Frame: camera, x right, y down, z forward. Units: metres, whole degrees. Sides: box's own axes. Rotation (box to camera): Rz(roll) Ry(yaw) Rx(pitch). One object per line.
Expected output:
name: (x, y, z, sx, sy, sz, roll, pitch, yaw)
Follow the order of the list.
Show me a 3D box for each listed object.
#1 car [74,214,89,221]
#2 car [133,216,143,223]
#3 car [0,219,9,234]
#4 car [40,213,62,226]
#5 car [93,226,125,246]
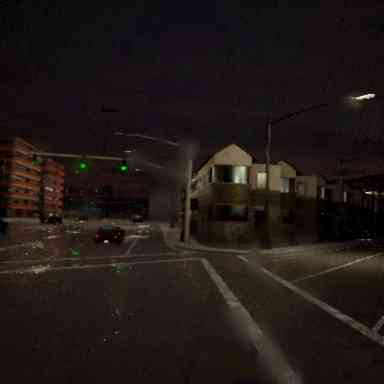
car: (-21.104, 4.872, 63.663, 2.033, 1.411, 5.357, 3, -5, -6)
car: (-11.111, 5.689, 68.566, 2.033, 1.411, 5.357, 3, -5, -6)
car: (-17.171, 2.875, 28.109, 1.812, 1.442, 4.674, 3, -4, -6)
car: (-19.105, 3.691, 45.299, 2.128, 1.511, 4.902, 3, -3, -6)
car: (-6.184, 3.261, 25.227, 1.895, 1.301, 4.718, 3, -4, -6)
